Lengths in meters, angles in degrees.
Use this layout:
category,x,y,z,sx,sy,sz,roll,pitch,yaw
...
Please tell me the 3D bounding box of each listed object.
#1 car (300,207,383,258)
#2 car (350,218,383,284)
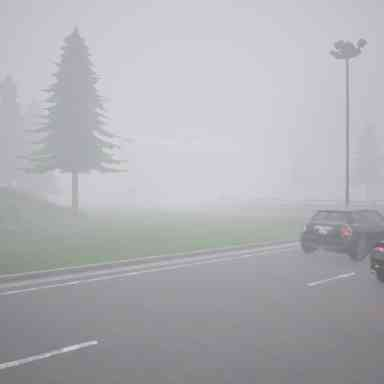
category,x,y,z,sx,sy,sz,roll,pitch,yaw
car,6.140,1.352,12.423,4.553,1.767,2.097,0,0,-35
car,6.331,1.492,8.260,4.902,1.511,2.128,0,0,-35
